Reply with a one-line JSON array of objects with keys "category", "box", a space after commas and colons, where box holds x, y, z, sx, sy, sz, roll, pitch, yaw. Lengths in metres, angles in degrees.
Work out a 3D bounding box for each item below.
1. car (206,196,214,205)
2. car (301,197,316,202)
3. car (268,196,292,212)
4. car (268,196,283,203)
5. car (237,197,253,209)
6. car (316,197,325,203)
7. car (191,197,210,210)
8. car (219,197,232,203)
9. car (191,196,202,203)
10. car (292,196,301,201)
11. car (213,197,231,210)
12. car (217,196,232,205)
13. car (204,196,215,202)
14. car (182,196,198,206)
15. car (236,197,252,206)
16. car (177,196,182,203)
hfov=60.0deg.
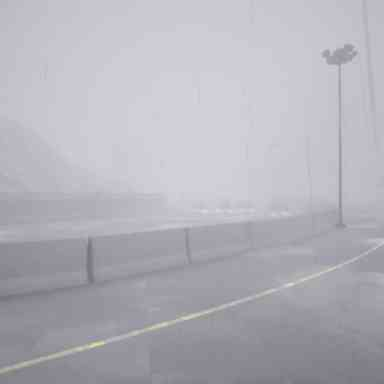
[{"category": "car", "box": [3.135, 1.927, 65.945, 1.812, 1.442, 4.674, 0, 0, -7]}, {"category": "car", "box": [26.199, 1.775, 78.095, 2.033, 1.411, 5.357, 0, 0, -8]}, {"category": "car", "box": [11.329, 1.490, 43.774, 2.150, 2.045, 5.566, 0, -1, 8]}, {"category": "car", "box": [19.265, 1.768, 77.135, 1.812, 1.442, 4.674, 0, 0, -8]}, {"category": "car", "box": [8.157, 1.840, 51.600, 1.812, 1.442, 4.674, 0, -1, -2]}, {"category": "car", "box": [29.665, 1.783, 78.575, 1.994, 1.385, 4.181, 0, 0, -8]}, {"category": "car", "box": [1.198, 1.824, 49.436, 1.837, 1.490, 4.892, 0, -1, 0]}, {"category": "car", "box": [8.085, 1.908, 81.321, 2.128, 1.511, 4.902, 0, 0, -8]}, {"category": "car", "box": [1.040, 1.806, 81.163, 1.882, 1.535, 5.008, 0, 0, -8]}, {"category": "car", "box": [22.732, 1.717, 77.615, 1.882, 1.535, 5.008, 0, 0, -8]}, {"category": "car", "box": [4.693, 1.819, 49.919, 1.837, 1.490, 4.892, 0, -1, -1]}, {"category": "car", "box": [6.475, 1.757, 67.374, 2.097, 1.767, 4.553, 0, 0, -8]}, {"category": "car", "box": [4.361, 1.740, 82.699, 1.837, 1.490, 4.892, 0, 0, -8]}, {"category": "car", "box": [-0.361, 1.910, 65.656, 1.837, 1.490, 4.892, 0, 0, -7]}, {"category": "car", "box": [10.232, 1.864, 65.735, 1.882, 1.535, 5.008, 0, 0, -7]}, {"category": "car", "box": [-2.494, 1.819, 81.169, 2.128, 1.511, 4.902, 0, 0, -8]}]
